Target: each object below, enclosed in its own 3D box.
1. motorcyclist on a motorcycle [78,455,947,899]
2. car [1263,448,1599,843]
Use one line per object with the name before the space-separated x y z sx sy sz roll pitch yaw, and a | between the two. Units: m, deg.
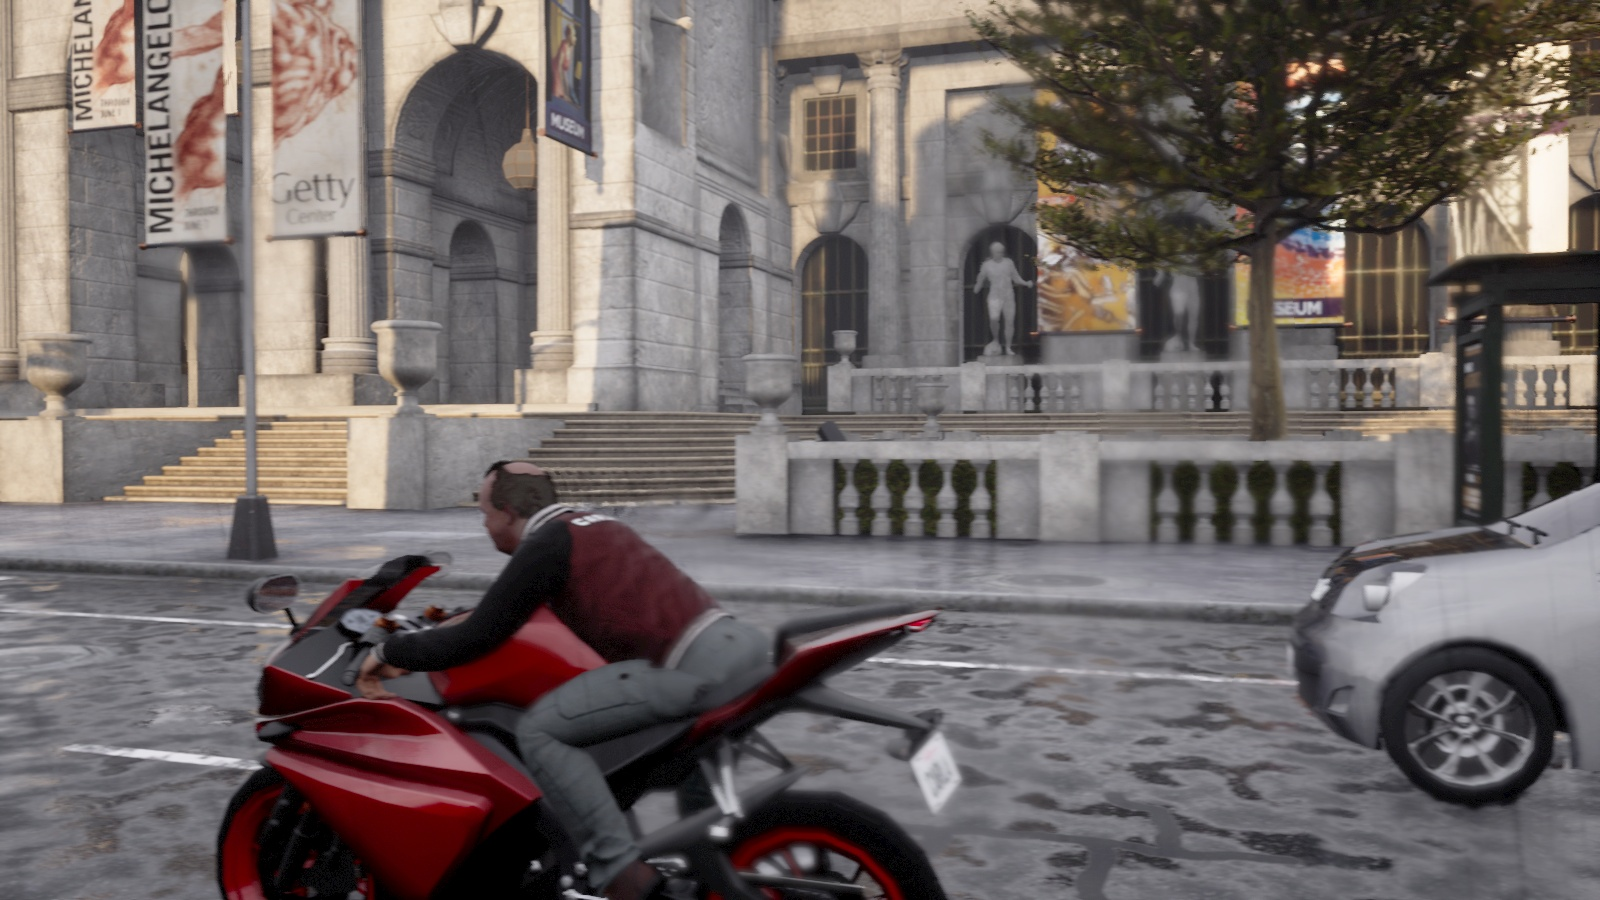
motorcyclist on a motorcycle | -0.772 0.803 3.452 2.191 1.530 0.866 1 1 19
car | 4.012 0.768 5.536 3.633 1.501 1.845 1 1 19
